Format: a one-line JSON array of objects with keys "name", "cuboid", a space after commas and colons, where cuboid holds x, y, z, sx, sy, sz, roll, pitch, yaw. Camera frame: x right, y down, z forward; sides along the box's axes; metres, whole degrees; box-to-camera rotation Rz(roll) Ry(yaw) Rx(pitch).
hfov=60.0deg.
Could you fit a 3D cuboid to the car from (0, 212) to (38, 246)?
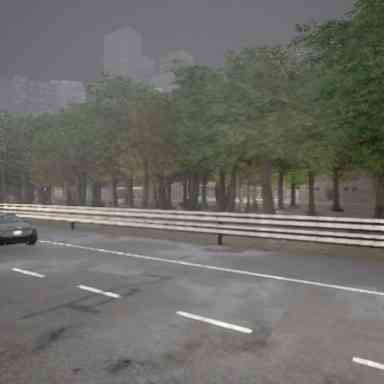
[{"name": "car", "cuboid": [-8.460, 1.571, 14.209, 4.181, 1.385, 1.994, 0, 0, 36]}]
